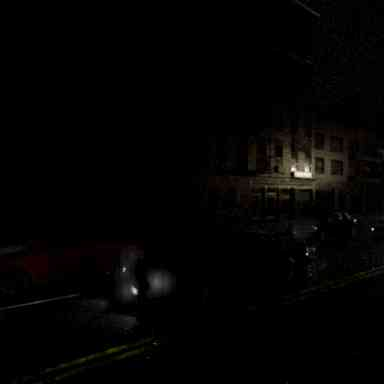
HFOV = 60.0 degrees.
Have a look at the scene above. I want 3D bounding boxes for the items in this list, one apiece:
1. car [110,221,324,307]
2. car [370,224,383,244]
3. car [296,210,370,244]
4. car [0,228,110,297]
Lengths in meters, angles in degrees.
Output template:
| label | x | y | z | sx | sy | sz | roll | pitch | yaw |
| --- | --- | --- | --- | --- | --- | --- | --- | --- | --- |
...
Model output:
| label | x | y | z | sx | sy | sz | roll | pitch | yaw |
| --- | --- | --- | --- | --- | --- | --- | --- | --- | --- |
| car | 0.900 | 1.672 | 8.537 | 5.357 | 1.411 | 2.033 | 0 | -1 | -38 |
| car | 10.397 | 1.786 | 15.955 | 4.718 | 1.301 | 1.895 | 0 | -1 | -38 |
| car | 6.934 | 1.714 | 17.375 | 4.902 | 1.511 | 2.128 | 0 | -1 | -38 |
| car | -3.651 | 1.718 | 9.086 | 4.181 | 1.385 | 1.994 | 0 | -1 | -37 |
